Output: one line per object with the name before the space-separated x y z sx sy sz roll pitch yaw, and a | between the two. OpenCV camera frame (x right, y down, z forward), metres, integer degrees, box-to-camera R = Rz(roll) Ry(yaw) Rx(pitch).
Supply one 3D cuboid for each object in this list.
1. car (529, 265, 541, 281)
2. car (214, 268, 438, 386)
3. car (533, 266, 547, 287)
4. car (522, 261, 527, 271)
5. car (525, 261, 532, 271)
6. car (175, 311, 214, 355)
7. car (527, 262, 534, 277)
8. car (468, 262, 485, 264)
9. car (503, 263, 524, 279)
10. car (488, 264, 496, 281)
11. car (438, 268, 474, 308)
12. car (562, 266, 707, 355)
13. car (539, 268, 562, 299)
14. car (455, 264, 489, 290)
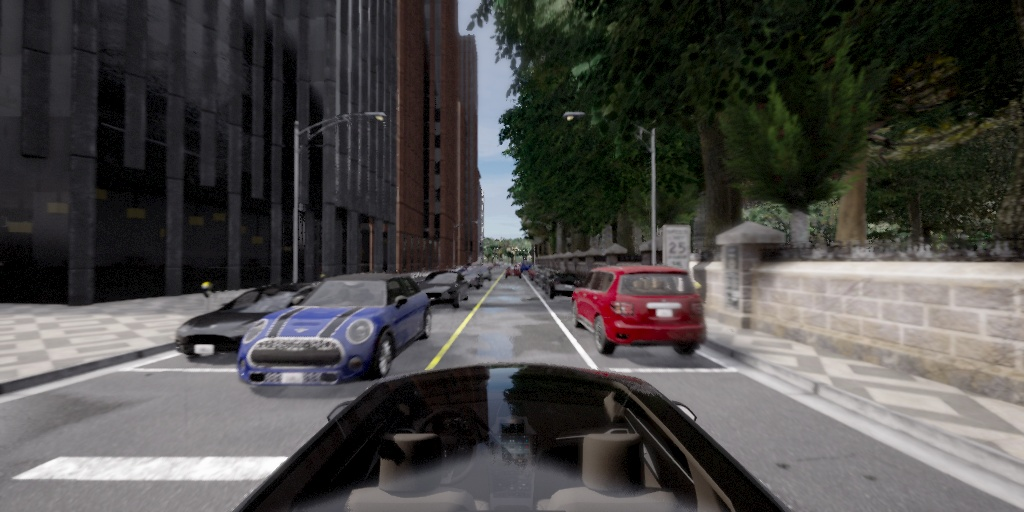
car | 2.797 1.705 30.704 2.007 1.370 4.403 0 0 0
car | -3.094 1.163 7.314 2.097 1.767 4.553 0 -1 0
car | 2.790 1.626 25.247 2.007 1.370 4.403 0 0 0
car | 2.464 1.807 59.576 2.150 2.045 5.566 0 -1 0
car | 2.810 1.754 41.616 1.967 1.591 4.097 0 0 0
car | -5.756 1.398 8.882 1.948 1.339 4.313 0 0 0
car | 2.803 1.674 36.160 1.967 1.591 4.097 0 0 0
car | -5.701 1.784 52.533 2.192 1.841 5.009 0 0 0
car | 0.135 1.840 41.747 1.812 1.442 4.674 0 -1 0
car | -3.029 1.791 35.900 1.994 1.385 4.181 0 -1 1
car | -3.082 1.448 16.415 1.837 1.490 4.892 0 -1 0
car | 2.770 1.152 8.880 2.192 1.841 5.009 0 0 0
car | 2.783 1.561 19.792 1.948 1.339 4.313 0 0 0
car | -3.065 1.573 25.911 2.128 1.511 4.902 0 -1 0
